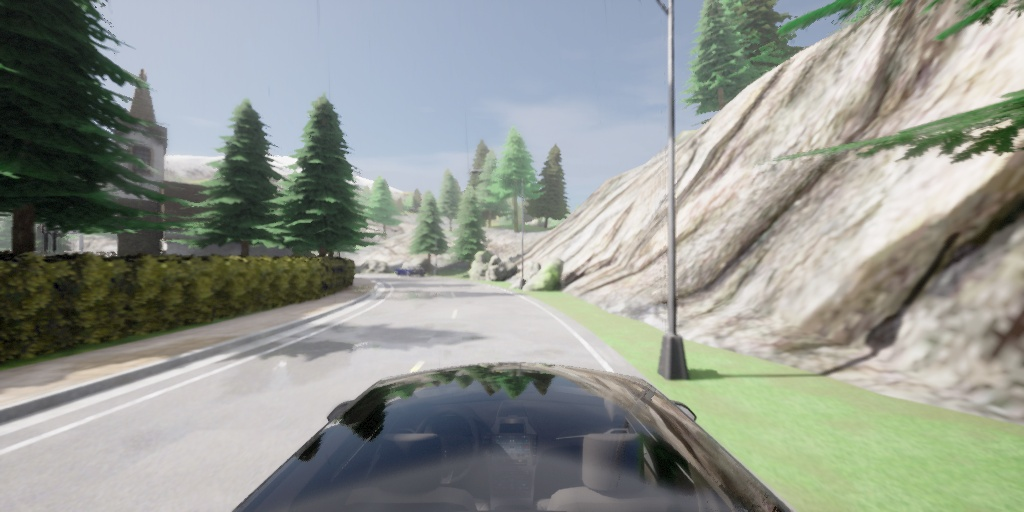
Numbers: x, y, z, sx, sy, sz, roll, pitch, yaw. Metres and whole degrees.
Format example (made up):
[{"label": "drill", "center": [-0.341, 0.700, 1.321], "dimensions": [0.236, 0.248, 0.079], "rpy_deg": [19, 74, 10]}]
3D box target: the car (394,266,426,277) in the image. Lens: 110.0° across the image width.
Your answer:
[{"label": "car", "center": [-12.134, 1.801, 42.510], "dimensions": [1.895, 1.301, 4.718], "rpy_deg": [1, -1, -44]}]
